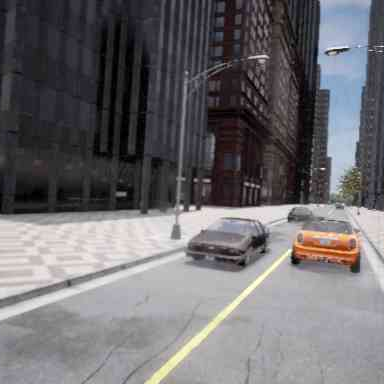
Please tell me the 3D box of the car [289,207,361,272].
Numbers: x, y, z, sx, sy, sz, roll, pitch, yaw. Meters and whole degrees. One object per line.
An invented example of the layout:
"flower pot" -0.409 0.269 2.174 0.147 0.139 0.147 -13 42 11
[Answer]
"car" 5.128 1.678 12.547 2.097 1.767 4.553 3 0 24

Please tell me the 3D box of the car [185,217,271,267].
"car" 1.637 1.662 12.356 2.033 1.411 5.357 3 0 24

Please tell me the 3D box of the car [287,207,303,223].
"car" 10.316 2.136 31.578 1.882 1.535 5.008 3 0 25
